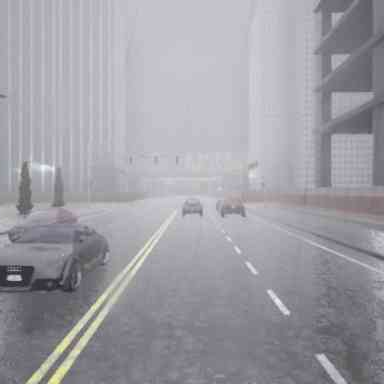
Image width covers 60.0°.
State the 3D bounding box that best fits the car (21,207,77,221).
[{"bbox_3d":[-7.007,1.508,16.273,1.812,1.442,4.674,0,0,0],"label":"car"}]

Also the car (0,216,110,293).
[{"bbox_3d":[-3.564,1.546,8.719,1.994,1.385,4.181,0,0,1],"label":"car"}]

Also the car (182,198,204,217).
[{"bbox_3d":[0.069,1.428,30.841,2.128,1.511,4.902,0,0,0],"label":"car"}]

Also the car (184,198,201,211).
[{"bbox_3d":[0.044,1.479,40.986,1.994,1.385,4.181,0,0,0],"label":"car"}]

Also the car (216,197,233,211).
[{"bbox_3d":[4.044,1.421,40.749,1.837,1.490,4.892,0,1,9],"label":"car"}]

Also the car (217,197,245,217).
[{"bbox_3d":[3.567,1.287,30.582,2.097,1.767,4.553,0,0,0],"label":"car"}]
